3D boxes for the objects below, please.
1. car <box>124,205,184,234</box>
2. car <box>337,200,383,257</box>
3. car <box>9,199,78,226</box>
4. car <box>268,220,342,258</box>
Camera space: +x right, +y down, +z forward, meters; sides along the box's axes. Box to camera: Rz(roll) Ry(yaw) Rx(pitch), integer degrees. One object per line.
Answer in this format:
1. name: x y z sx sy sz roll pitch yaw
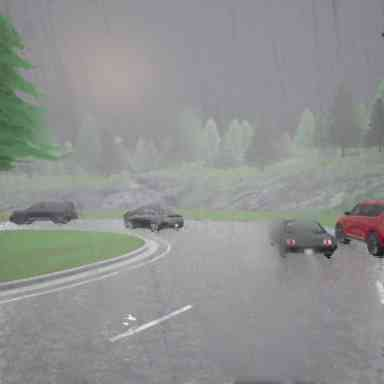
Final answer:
1. car: -2.632 1.887 22.334 2.128 1.511 4.902 1 -2 -43
2. car: 7.773 1.355 13.586 2.150 2.045 5.566 0 -1 5
3. car: -12.975 1.851 29.339 5.566 2.045 2.150 -1 -2 -3
4. car: 4.284 1.775 13.585 1.895 1.301 4.718 -1 -1 7
